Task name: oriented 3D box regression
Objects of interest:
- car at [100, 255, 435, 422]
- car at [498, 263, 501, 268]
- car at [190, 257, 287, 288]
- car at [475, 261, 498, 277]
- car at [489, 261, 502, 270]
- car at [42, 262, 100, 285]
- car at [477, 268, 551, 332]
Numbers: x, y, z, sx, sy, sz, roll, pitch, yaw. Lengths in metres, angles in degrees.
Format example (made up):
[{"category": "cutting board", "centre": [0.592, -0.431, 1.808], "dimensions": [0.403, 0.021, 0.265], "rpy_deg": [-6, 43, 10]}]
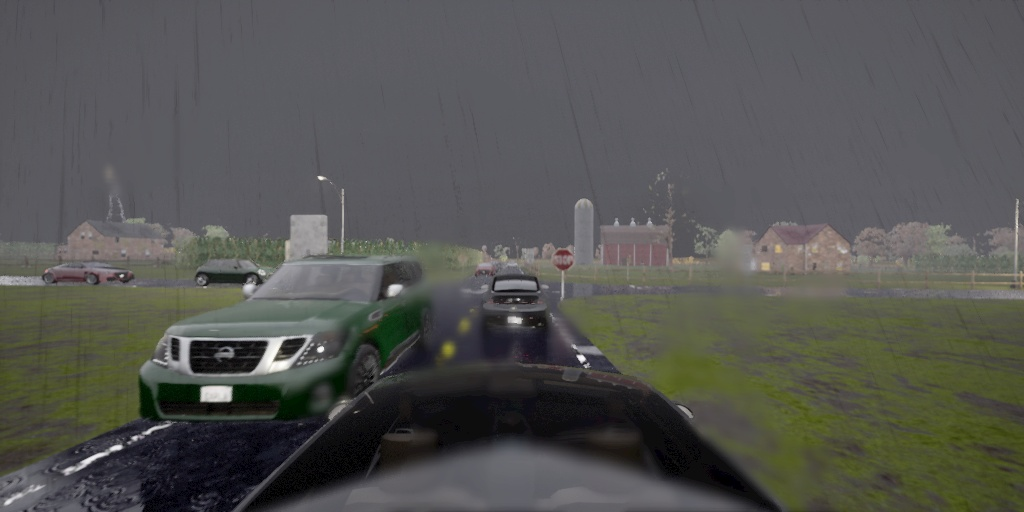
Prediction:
[{"category": "car", "centre": [-2.852, 0.991, 6.221], "dimensions": [2.150, 2.045, 5.566], "rpy_deg": [0, 0, 0]}, {"category": "car", "centre": [-2.862, 1.486, 49.383], "dimensions": [2.128, 1.511, 4.902], "rpy_deg": [0, 0, 0]}, {"category": "car", "centre": [-17.188, 0.987, 22.743], "dimensions": [4.553, 1.767, 2.097], "rpy_deg": [1, 0, 0]}, {"category": "car", "centre": [-2.882, 1.416, 39.347], "dimensions": [1.882, 1.535, 5.008], "rpy_deg": [0, 0, 1]}, {"category": "car", "centre": [-2.846, 1.634, 61.759], "dimensions": [1.994, 1.385, 4.181], "rpy_deg": [0, 0, 0]}, {"category": "car", "centre": [-26.713, 1.057, 22.709], "dimensions": [4.181, 1.385, 1.994], "rpy_deg": [1, 0, 0]}, {"category": "car", "centre": [0.096, 1.298, 11.004], "dimensions": [1.837, 1.490, 4.892], "rpy_deg": [0, 0, 0]}]
